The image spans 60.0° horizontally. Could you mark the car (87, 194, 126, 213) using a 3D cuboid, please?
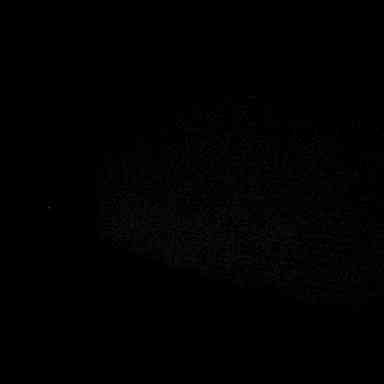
[{"bbox_3d":[-10.119,1.304,40.014,2.150,2.045,5.566,0,0,15],"label":"car"}]

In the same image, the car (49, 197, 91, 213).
[{"bbox_3d":[-13.985,1.547,38.792,1.882,1.535,5.008,0,0,13],"label":"car"}]

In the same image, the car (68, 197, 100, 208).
[{"bbox_3d":[-17.069,1.592,52.646,2.128,1.511,4.902,0,0,22],"label":"car"}]
